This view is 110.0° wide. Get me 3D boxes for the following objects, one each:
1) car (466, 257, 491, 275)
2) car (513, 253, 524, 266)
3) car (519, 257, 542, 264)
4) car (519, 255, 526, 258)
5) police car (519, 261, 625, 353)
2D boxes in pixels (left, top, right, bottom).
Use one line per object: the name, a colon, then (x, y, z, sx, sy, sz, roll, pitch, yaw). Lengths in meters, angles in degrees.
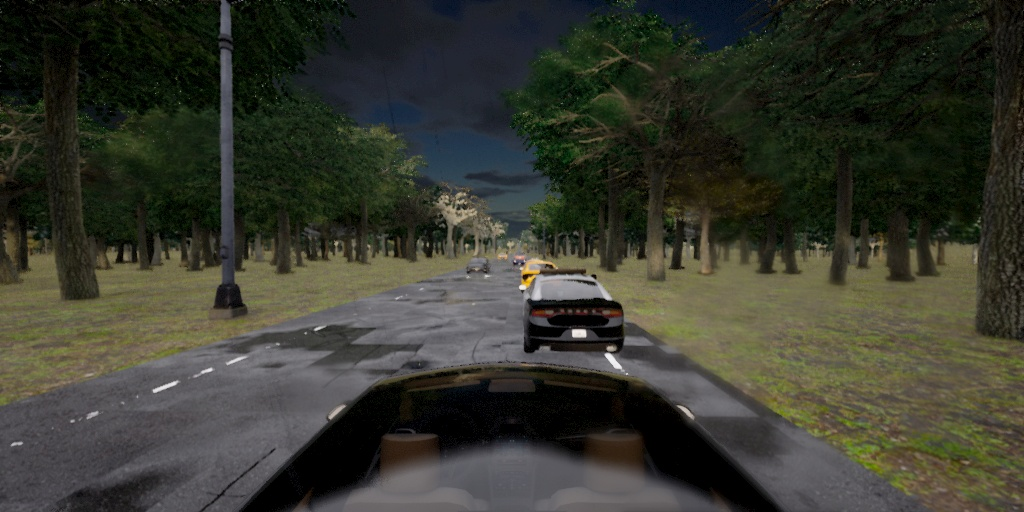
car: (-2.910, 0.849, 32.152, 1.837, 1.490, 4.892, 0, 1, 1)
car: (1.086, 0.689, 48.584, 1.895, 1.301, 4.718, 0, 1, 2)
car: (1.430, 1.013, 18.612, 1.882, 1.535, 5.008, 0, 1, 1)
car: (1.569, 0.906, 24.800, 1.801, 1.575, 5.366, 0, 1, 1)
police car: (1.208, 1.089, 8.722, 1.930, 1.638, 5.238, 0, 1, 1)
